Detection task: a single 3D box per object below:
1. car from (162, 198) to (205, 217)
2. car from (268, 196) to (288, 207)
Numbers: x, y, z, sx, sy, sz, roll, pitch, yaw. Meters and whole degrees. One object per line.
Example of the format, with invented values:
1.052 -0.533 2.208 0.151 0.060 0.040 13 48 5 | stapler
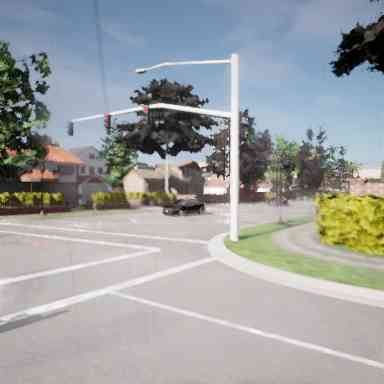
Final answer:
-0.682 1.351 30.272 1.882 1.535 5.008 0 0 35 | car
12.844 1.398 49.491 1.812 1.442 4.674 0 0 35 | car
